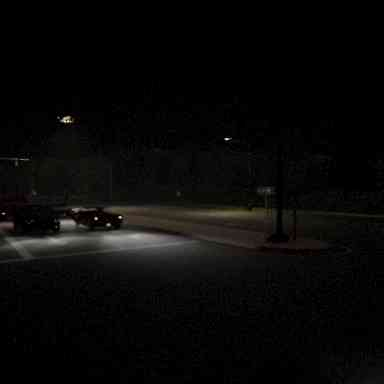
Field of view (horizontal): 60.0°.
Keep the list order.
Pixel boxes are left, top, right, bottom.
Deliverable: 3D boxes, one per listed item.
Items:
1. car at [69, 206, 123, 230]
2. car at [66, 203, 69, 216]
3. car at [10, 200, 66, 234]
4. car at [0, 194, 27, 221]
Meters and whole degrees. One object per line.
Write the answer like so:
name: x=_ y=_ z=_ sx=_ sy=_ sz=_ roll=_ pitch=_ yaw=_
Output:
car: x=-6.100 y=1.604 z=21.219 sx=1.895 sy=1.301 sz=4.718 roll=0 pitch=0 yaw=-35
car: x=-11.870 y=1.604 z=29.567 sx=1.895 sy=1.301 sz=4.718 roll=0 pitch=0 yaw=-34
car: x=-9.110 y=1.479 z=19.420 sx=1.882 sy=1.535 sz=5.008 roll=0 pitch=0 yaw=-35
car: x=-14.976 y=1.225 z=27.912 sx=2.150 sy=2.045 sz=5.566 roll=0 pitch=0 yaw=-34
